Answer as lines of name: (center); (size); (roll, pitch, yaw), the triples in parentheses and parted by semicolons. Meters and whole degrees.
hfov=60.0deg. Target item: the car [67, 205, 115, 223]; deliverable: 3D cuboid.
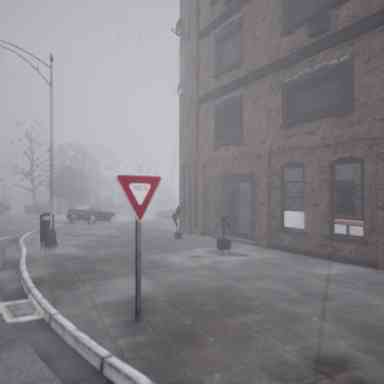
car: (-8.221, 1.821, 27.606); (1.882, 1.535, 5.008); (0, -3, 17)

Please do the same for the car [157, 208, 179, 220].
car: (-1.957, 2.857, 42.907); (2.128, 1.511, 4.902); (0, -3, 25)
